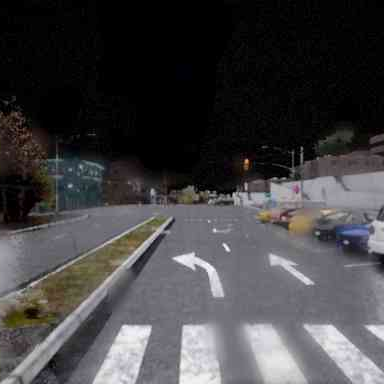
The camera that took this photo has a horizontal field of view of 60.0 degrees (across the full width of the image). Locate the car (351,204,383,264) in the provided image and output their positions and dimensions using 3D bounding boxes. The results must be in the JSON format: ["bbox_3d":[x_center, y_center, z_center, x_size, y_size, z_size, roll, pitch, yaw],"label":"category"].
[{"bbox_3d":[8.098,1.351,10.233,5.566,2.045,2.435,1,-1,-20],"label":"car"}]

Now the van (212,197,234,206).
[{"bbox_3d":[7.955,2.311,80.349,4.442,1.987,1.878,2,-2,-20],"label":"van"}]

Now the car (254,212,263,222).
[{"bbox_3d":[7.895,1.843,28.041,5.366,1.575,1.946,1,-1,-20],"label":"car"}]

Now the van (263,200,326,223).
[{"bbox_3d":[7.961,1.578,25.086,4.442,1.987,1.878,1,-1,-20],"label":"van"}]

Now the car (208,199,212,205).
[{"bbox_3d":[7.887,2.870,89.247,5.366,1.575,1.946,2,-2,-20],"label":"car"}]

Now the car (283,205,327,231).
[{"bbox_3d":[8.242,1.721,19.227,5.366,1.575,1.946,1,-1,-20],"label":"car"}]

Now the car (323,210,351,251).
[{"bbox_3d":[8.074,1.640,13.194,5.008,1.535,2.097,1,-1,-20],"label":"car"}]

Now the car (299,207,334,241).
[{"bbox_3d":[8.062,1.681,16.179,4.892,1.521,2.231,1,-1,-20],"label":"car"}]

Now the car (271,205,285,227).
[{"bbox_3d":[8.093,1.793,22.156,4.792,1.488,2.163,1,-1,-20],"label":"car"}]
